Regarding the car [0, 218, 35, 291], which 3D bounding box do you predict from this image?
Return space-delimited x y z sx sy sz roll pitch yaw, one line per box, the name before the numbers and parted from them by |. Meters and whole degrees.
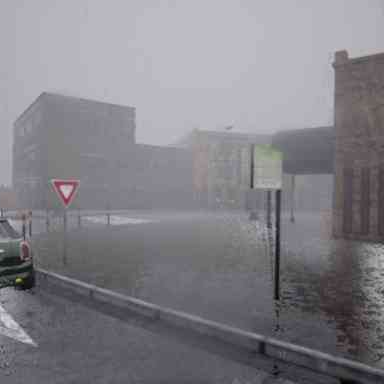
car | -5.577 1.313 7.950 4.553 1.767 2.097 0 0 44
